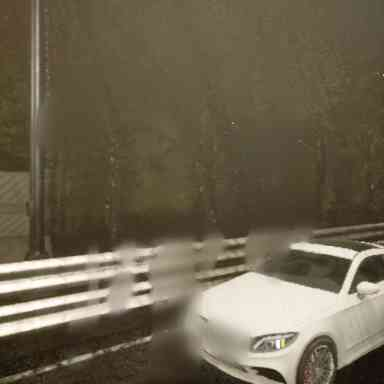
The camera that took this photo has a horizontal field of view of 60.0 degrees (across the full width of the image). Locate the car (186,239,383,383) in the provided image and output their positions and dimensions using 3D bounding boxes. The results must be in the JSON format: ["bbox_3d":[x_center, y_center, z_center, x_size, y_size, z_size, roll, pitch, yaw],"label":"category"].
[{"bbox_3d":[2.104,1.527,5.167,4.674,1.442,1.812,0,0,-35],"label":"car"}]
